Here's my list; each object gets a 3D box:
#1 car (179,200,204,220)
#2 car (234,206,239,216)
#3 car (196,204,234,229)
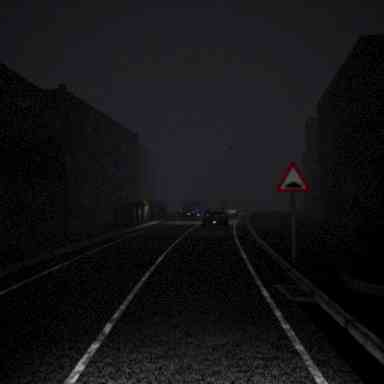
[{"bbox_3d":[0.172,1.846,34.895,2.150,2.045,5.566,0,-1,10],"label":"car"},{"bbox_3d":[4.924,2.382,42.580,1.895,1.301,4.718,-1,-1,12],"label":"car"},{"bbox_3d":[1.836,1.884,24.843,2.128,1.511,4.902,0,-1,7],"label":"car"}]
